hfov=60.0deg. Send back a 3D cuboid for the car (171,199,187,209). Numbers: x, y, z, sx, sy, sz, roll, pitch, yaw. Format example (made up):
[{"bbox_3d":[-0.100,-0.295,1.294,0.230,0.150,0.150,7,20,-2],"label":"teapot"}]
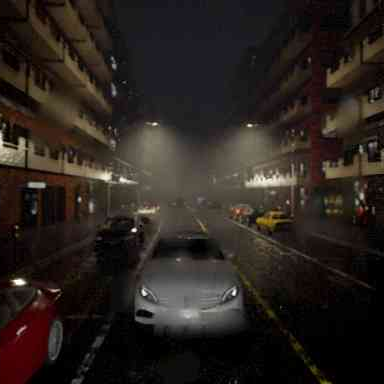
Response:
[{"bbox_3d":[-2.015,1.940,56.972,2.097,1.767,4.553,1,-1,-2],"label":"car"}]

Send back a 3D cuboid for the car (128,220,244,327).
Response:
[{"bbox_3d":[-0.116,1.603,7.334,1.812,1.442,4.674,1,-1,-2],"label":"car"}]

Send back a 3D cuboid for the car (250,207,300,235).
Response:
[{"bbox_3d":[5.138,1.786,20.470,1.752,1.417,4.829,0,-1,-2],"label":"car"}]

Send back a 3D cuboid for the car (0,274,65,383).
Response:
[{"bbox_3d":[-2.552,1.596,3.200,1.802,1.307,4.206,0,-1,-2],"label":"car"}]

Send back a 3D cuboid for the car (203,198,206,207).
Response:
[{"bbox_3d":[3.567,2.213,59.481,2.008,1.369,4.403,0,-1,-2],"label":"car"}]

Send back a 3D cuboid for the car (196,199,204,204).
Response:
[{"bbox_3d":[2.214,2.562,93.063,2.008,1.369,4.403,0,-1,-2],"label":"car"}]

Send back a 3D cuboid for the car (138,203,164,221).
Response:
[{"bbox_3d":[-3.454,1.793,25.589,2.008,1.369,4.403,0,-1,-2],"label":"car"}]

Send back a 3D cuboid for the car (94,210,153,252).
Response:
[{"bbox_3d":[-3.003,1.679,14.395,2.008,1.369,4.403,0,-1,-2],"label":"car"}]

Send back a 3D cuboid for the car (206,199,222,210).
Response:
[{"bbox_3d":[3.792,2.170,53.882,1.947,1.339,4.313,0,-1,-2],"label":"car"}]

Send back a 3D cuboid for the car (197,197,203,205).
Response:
[{"bbox_3d":[2.890,2.276,76.273,1.967,1.590,4.097,0,-1,-2],"label":"car"}]

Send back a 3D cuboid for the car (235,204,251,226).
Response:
[{"bbox_3d":[4.920,1.882,25.897,1.947,1.339,4.313,0,-1,-2],"label":"car"}]

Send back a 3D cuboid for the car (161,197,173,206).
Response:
[{"bbox_3d":[-5.259,2.020,70.369,2.192,1.841,5.009,0,-1,-2],"label":"car"}]

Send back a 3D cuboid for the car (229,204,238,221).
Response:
[{"bbox_3d":[4.694,1.814,31.495,1.967,1.590,4.097,0,-1,-2],"label":"car"}]

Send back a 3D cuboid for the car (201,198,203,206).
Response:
[{"bbox_3d":[3.335,2.247,65.248,1.752,1.417,4.829,0,-1,-2],"label":"car"}]

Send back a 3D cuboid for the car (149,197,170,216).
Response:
[{"bbox_3d":[-3.907,1.673,36.786,2.192,1.841,5.009,0,-1,-2],"label":"car"}]
